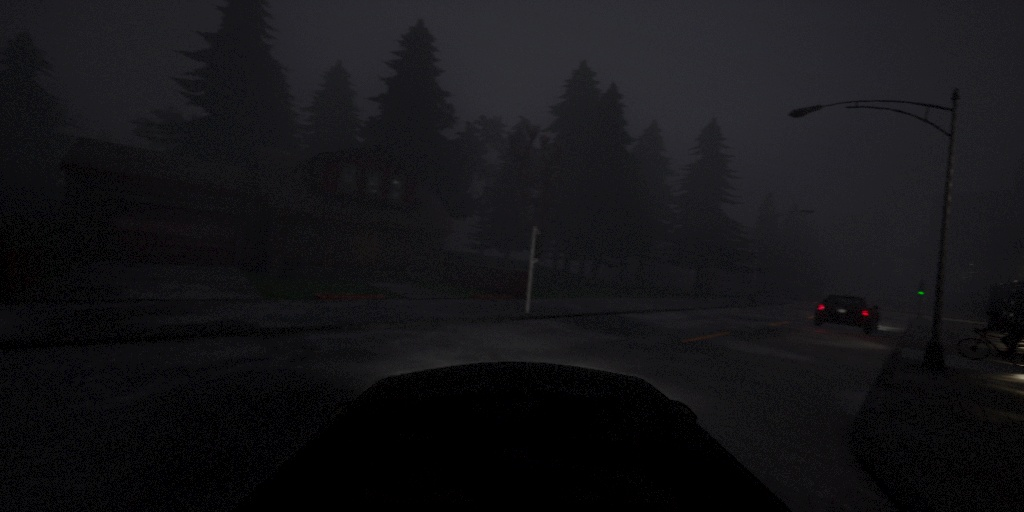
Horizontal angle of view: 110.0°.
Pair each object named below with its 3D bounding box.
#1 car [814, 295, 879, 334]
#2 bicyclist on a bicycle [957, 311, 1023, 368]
[{"bbox_3d":[17.529,2.836,18.682,4.553,1.767,2.097,6,-1,-41],"label":"car"},{"bbox_3d":[15.282,2.569,11.227,0.582,1.620,1.656,6,0,-41],"label":"bicyclist on a bicycle"}]
